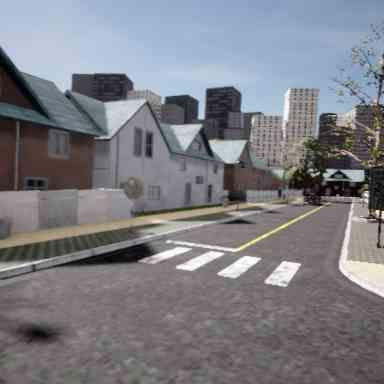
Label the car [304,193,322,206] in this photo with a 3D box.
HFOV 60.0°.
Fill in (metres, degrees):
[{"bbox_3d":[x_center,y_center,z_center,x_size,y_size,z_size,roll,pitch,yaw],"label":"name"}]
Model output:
[{"bbox_3d":[15.988,0.971,43.913,1.837,1.490,4.892,3,1,27],"label":"car"}]
